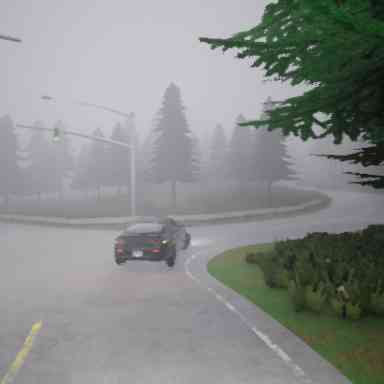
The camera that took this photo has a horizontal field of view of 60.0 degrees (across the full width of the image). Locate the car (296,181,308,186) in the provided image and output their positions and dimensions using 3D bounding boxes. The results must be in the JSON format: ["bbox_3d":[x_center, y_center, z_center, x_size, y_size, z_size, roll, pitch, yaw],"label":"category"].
[{"bbox_3d":[19.538,-1.823,58.775,1.994,1.385,4.181,0,5,11],"label":"car"}]

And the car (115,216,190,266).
[{"bbox_3d":[-1.276,1.574,11.709,1.812,1.442,4.674,-1,0,7],"label":"car"}]

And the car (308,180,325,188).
[{"bbox_3d":[19.383,-0.992,48.531,1.837,1.490,4.892,0,5,-8],"label":"car"}]
